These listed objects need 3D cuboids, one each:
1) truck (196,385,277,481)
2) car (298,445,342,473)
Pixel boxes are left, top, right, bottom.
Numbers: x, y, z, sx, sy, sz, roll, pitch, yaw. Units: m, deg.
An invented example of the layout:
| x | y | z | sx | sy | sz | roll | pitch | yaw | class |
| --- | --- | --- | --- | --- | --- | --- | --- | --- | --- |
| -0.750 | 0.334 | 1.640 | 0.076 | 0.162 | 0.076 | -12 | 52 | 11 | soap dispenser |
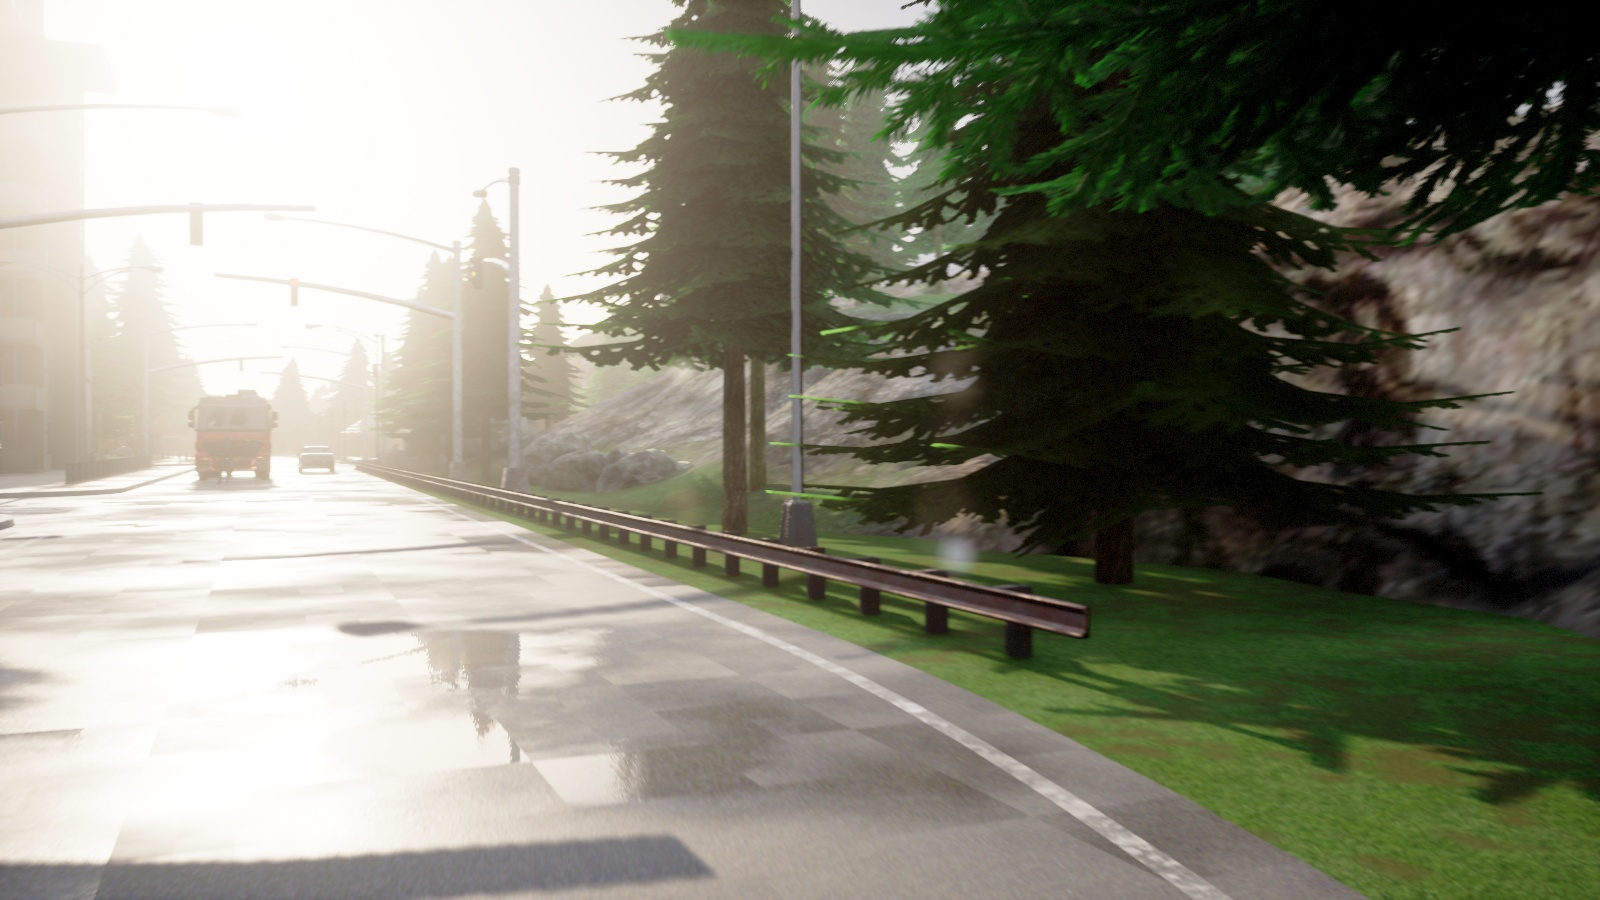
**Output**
| x | y | z | sx | sy | sz | roll | pitch | yaw | class |
| --- | --- | --- | --- | --- | --- | --- | --- | --- | --- |
| -24.370 | -0.709 | 54.625 | 2.891 | 3.827 | 8.468 | 0 | 0 | -22 | truck |
| -25.285 | 0.439 | 66.101 | 2.033 | 1.411 | 5.357 | 0 | 0 | -22 | car |
